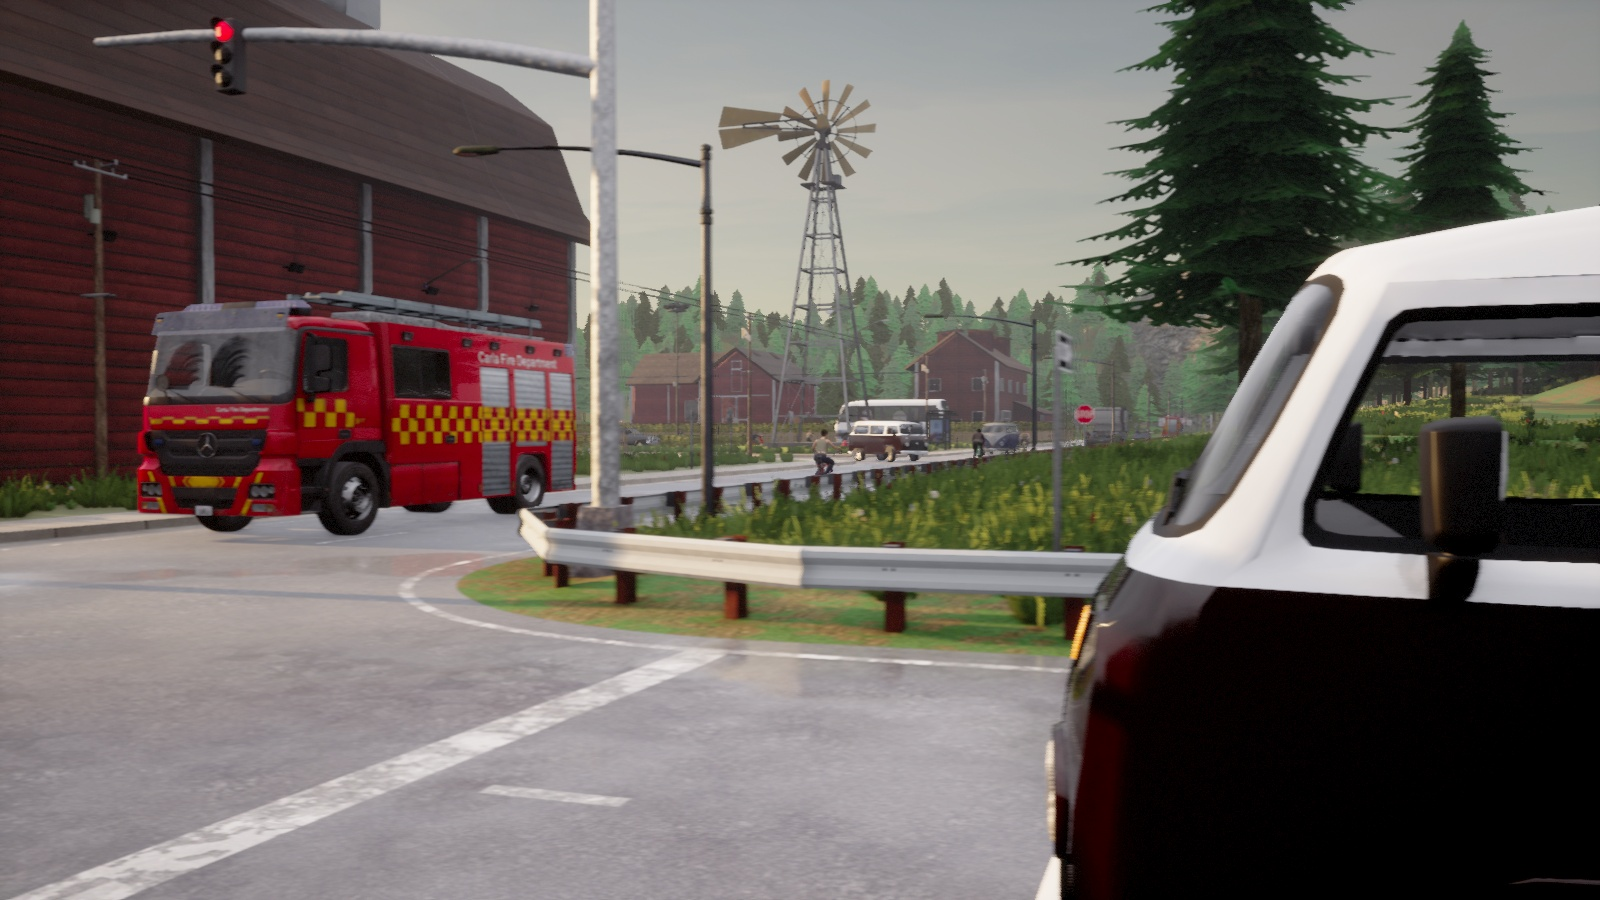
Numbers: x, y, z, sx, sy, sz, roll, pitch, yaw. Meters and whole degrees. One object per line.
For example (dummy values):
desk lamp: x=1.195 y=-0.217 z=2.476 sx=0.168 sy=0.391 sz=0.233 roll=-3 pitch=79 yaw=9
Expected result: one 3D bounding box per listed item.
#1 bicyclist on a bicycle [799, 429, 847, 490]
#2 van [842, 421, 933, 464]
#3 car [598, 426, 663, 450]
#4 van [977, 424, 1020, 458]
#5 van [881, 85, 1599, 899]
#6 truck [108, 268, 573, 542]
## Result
bicyclist on a bicycle: x=0.632 y=0.245 z=34.155 sx=0.866 sy=1.612 sz=1.509 roll=1 pitch=1 yaw=20
van: x=4.278 y=-0.399 z=61.885 sx=2.069 sy=2.038 sz=4.480 roll=1 pitch=0 yaw=-35
car: x=-13.184 y=-0.942 z=97.582 sx=4.605 sy=1.855 sz=1.932 roll=1 pitch=1 yaw=19
van: x=12.175 y=-0.579 z=76.890 sx=1.775 sy=1.987 sz=4.442 roll=1 pitch=1 yaw=20
van: x=2.588 y=0.526 z=2.318 sx=4.480 sy=2.038 sz=2.069 roll=1 pitch=1 yaw=19
truck: x=-7.404 y=-0.692 z=22.004 sx=2.891 sy=3.827 sz=8.468 roll=1 pitch=1 yaw=20
